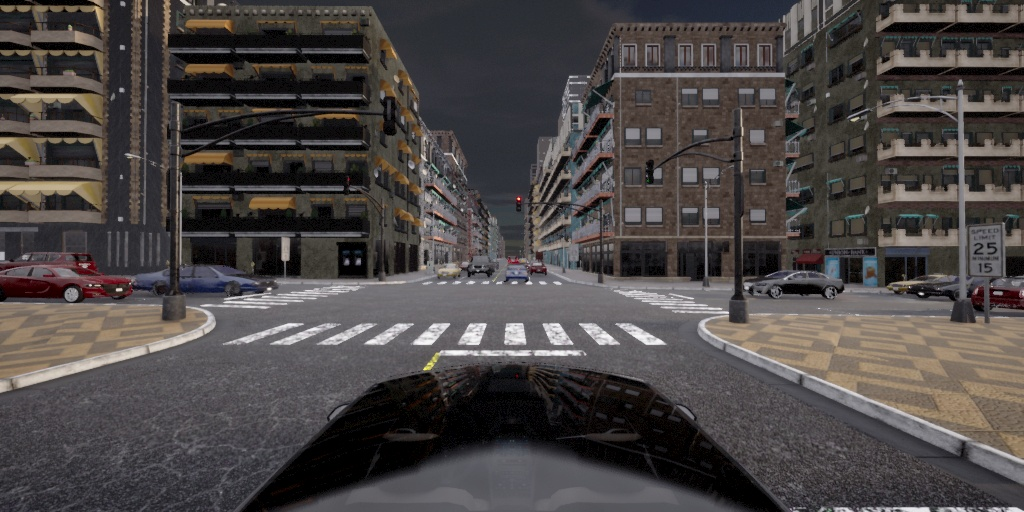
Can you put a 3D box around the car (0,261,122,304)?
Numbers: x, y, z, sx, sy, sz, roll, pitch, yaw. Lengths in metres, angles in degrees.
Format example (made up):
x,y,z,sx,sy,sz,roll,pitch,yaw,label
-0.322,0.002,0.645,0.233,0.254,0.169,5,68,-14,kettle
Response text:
x,y,z,sx,sy,sz,roll,pitch,yaw,label
-17.251,1.011,13.664,4.507,1.381,1.888,0,0,0,car

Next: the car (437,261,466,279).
x,y,z,sx,sy,sz,roll,pitch,yaw,label
-5.660,1.283,32.626,1.751,1.417,4.829,0,0,0,car

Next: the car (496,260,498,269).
x,y,z,sx,sy,sz,roll,pitch,yaw,label
-3.057,1.266,45.241,1.837,1.490,4.892,0,0,0,car

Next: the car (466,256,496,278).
x,y,z,sx,sy,sz,roll,pitch,yaw,label
-3.068,0.980,35.202,2.150,2.045,5.566,0,0,0,car

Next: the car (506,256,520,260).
x,y,z,sx,sy,sz,roll,pitch,yaw,label
0.159,0.991,64.530,2.150,2.045,5.566,0,0,0,car

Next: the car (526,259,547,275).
x,y,z,sx,sy,sz,roll,pitch,yaw,label
2.726,1.305,38.297,1.888,1.381,4.507,0,0,0,car

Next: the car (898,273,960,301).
x,y,z,sx,sy,sz,roll,pitch,yaw,label
25.182,1.733,19.739,5.357,1.411,2.033,1,-1,0,car

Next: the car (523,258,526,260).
x,y,z,sx,sy,sz,roll,pitch,yaw,label
2.731,1.201,43.821,1.967,1.591,4.097,0,0,0,car

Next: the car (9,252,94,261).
x,y,z,sx,sy,sz,roll,pitch,yaw,label
-28.627,0.686,21.969,5.009,1.841,2.192,0,0,0,car

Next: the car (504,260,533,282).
x,y,z,sx,sy,sz,roll,pitch,yaw,label
0.327,1.304,28.757,2.033,1.411,5.357,0,0,0,car

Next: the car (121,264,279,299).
x,y,z,sx,sy,sz,roll,pitch,yaw,label
-13.888,1.093,16.432,5.357,1.411,2.033,1,-1,-4,car

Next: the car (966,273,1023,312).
x,y,z,sx,sy,sz,roll,pitch,yaw,label
20.846,1.501,13.950,4.097,1.591,1.967,0,0,0,car

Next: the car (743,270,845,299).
x,y,z,sx,sy,sz,roll,pitch,yaw,label
15.323,1.523,19.678,4.902,1.511,2.128,1,-1,-1,car

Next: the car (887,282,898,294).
x,y,z,sx,sy,sz,roll,pitch,yaw,label
26.266,1.756,22.300,4.829,1.417,1.751,0,0,0,car
